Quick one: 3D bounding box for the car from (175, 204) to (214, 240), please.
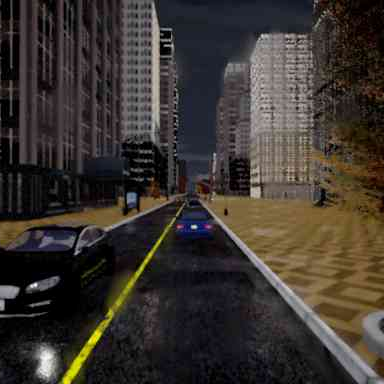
[{"bbox_3d":[0.099,1.576,17.024,2.033,1.411,5.357,0,0,0],"label":"car"}]

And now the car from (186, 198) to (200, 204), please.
[{"bbox_3d":[0.100,1.564,45.216,2.128,1.511,4.902,0,0,0],"label":"car"}]

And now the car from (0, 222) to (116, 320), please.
[{"bbox_3d":[-3.078,1.505,7.616,2.128,1.511,4.902,0,0,0],"label":"car"}]
